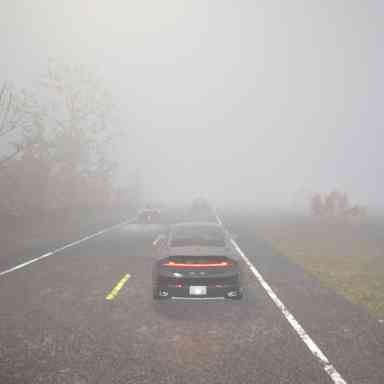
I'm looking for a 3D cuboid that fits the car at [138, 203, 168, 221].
[{"bbox_3d":[-3.122,1.620,27.228,1.895,1.301,4.718,0,0,2],"label":"car"}]

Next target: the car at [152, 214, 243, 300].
[{"bbox_3d":[0.137,1.508,8.369,1.837,1.490,4.892,0,0,1],"label":"car"}]

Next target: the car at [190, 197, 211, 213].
[{"bbox_3d":[0.985,1.381,37.446,2.097,1.767,4.553,0,0,4],"label":"car"}]
